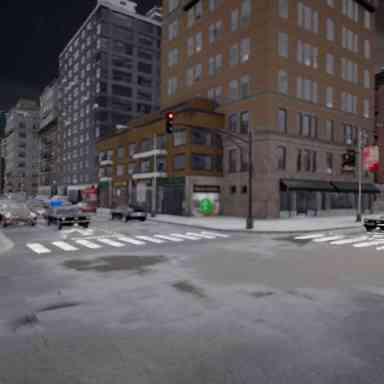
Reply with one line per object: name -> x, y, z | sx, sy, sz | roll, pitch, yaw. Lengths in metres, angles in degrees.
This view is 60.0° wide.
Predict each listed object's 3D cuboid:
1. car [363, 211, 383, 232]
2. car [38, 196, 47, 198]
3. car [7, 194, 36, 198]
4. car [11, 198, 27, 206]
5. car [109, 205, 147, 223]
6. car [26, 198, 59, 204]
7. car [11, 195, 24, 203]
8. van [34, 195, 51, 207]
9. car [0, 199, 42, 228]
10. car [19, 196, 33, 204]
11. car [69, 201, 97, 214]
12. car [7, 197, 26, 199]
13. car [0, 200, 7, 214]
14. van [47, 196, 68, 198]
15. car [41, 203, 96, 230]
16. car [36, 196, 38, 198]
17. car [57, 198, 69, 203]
car -> 12.659, 1.828, 20.702 | 4.718, 1.301, 1.895 | 1, 0, -36
car -> -21.105, 1.685, 49.532 | 2.008, 1.369, 4.403 | 1, -1, -35
car -> -20.021, 1.273, 38.518 | 2.150, 2.045, 5.566 | 1, -1, -35
car -> -30.103, 1.709, 57.875 | 1.895, 1.301, 4.718 | 1, -1, -35
car -> -5.215, 1.696, 27.021 | 1.947, 1.339, 4.313 | 1, -1, -35
car -> -13.910, 1.542, 29.826 | 2.128, 1.511, 4.902 | 1, -1, -35
car -> -40.172, 1.606, 76.547 | 1.967, 1.590, 4.097 | 1, -1, -35
van -> -24.281, 1.480, 54.036 | 1.690, 1.788, 3.998 | 1, -1, -35
car -> -11.770, 1.456, 22.395 | 1.967, 1.590, 4.097 | 1, -1, -35
car -> -33.816, 1.595, 67.542 | 1.967, 1.590, 4.097 | 1, -1, -35
car -> -11.572, 1.710, 36.026 | 1.802, 1.307, 4.206 | 1, -1, -35
car -> -14.947, 1.455, 26.897 | 1.967, 1.590, 4.097 | 1, -1, -35
car -> -21.305, 1.597, 35.900 | 1.802, 1.307, 4.206 | 1, -1, -35
van -> -17.925, 1.472, 45.032 | 1.690, 1.788, 3.998 | 1, -1, -35
car -> -8.181, 1.654, 21.707 | 1.895, 1.301, 4.718 | 1, -1, -35
car -> -24.433, 1.452, 49.858 | 2.097, 1.767, 4.553 | 1, -1, -35
car -> -14.750, 1.695, 40.528 | 1.947, 1.339, 4.313 | 1, -1, -35
